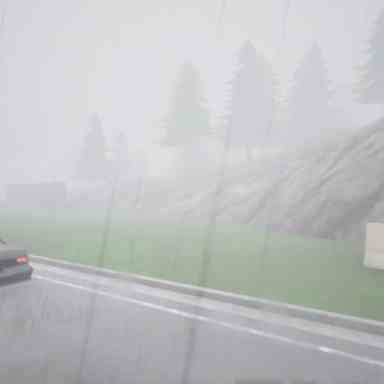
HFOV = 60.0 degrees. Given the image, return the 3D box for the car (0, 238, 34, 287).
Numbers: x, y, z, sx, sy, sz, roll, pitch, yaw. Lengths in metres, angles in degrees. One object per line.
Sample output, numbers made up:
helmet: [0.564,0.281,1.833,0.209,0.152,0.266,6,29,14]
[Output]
car: [-6.037,1.532,8.137,5.357,1.411,2.033,0,0,36]
